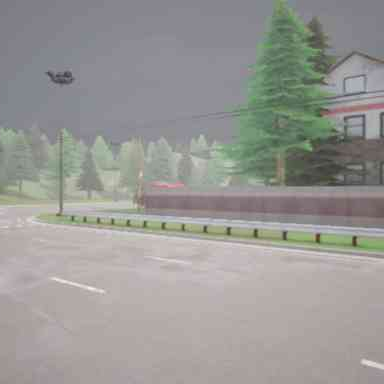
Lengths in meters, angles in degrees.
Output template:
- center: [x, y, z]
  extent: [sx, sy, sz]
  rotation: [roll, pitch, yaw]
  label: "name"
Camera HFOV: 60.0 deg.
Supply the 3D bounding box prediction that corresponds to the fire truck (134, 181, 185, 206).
- center: [-4.871, 0.254, 51.671]
  extent: [2.891, 3.827, 8.468]
  rotation: [3, 2, 42]
  label: "fire truck"
